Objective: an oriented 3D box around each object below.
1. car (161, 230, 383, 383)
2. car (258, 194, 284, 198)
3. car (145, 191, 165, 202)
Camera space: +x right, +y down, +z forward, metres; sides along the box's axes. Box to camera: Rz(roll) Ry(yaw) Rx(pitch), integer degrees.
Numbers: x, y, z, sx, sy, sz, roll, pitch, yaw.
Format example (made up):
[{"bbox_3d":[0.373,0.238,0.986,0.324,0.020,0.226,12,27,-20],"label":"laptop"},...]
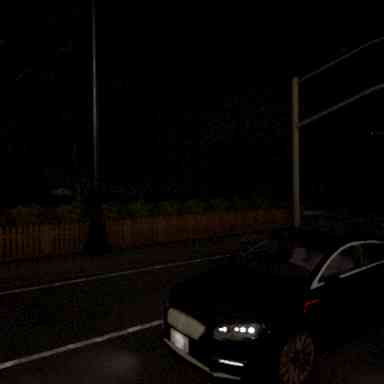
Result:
[{"bbox_3d":[1.847,1.424,5.284,4.902,1.511,2.128,-1,1,-35],"label":"car"},{"bbox_3d":[8.152,0.964,33.021,2.097,1.767,4.553,-1,1,-35],"label":"car"},{"bbox_3d":[-5.395,0.830,52.626,2.150,2.045,5.566,-1,0,-34],"label":"car"}]
